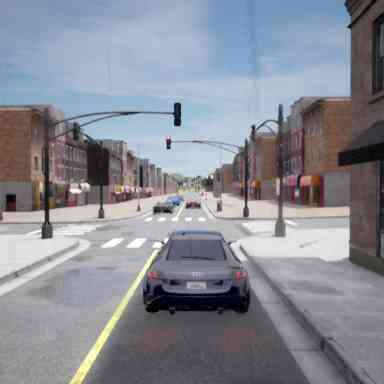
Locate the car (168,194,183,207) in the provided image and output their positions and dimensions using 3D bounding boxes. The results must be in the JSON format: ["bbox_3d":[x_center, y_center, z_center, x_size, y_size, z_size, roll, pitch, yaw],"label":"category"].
[{"bbox_3d":[-2.752,1.260,47.930,1.882,1.535,5.008,0,0,0],"label":"car"}]

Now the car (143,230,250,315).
[{"bbox_3d":[0.102,1.554,7.653,1.994,1.385,4.181,0,0,1],"label":"car"}]

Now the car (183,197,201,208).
[{"bbox_3d":[0.181,1.413,43.421,1.895,1.301,4.718,0,0,0],"label":"car"}]

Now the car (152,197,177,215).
[{"bbox_3d":[-2.771,1.480,32.733,1.895,1.301,4.718,0,0,0],"label":"car"}]
